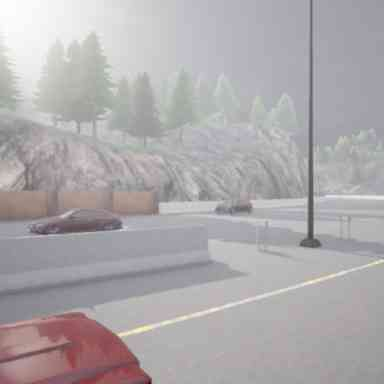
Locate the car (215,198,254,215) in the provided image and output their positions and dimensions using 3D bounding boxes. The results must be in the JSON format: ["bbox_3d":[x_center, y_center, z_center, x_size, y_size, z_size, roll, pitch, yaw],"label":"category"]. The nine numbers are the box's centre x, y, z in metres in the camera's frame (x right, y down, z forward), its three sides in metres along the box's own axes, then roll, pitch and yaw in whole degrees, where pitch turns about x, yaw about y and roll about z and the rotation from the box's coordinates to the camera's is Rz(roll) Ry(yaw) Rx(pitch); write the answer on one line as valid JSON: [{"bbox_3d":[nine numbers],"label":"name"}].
[{"bbox_3d":[4.502,1.433,35.193,4.553,1.767,2.097,0,0,-44],"label":"car"}]

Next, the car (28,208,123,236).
[{"bbox_3d":[-5.898,1.551,17.191,4.674,1.442,1.812,0,0,-38],"label":"car"}]

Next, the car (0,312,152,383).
[{"bbox_3d":[-2.556,1.600,1.994,4.718,1.301,1.895,0,0,-36],"label":"car"}]
